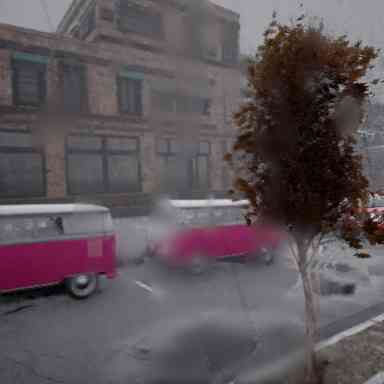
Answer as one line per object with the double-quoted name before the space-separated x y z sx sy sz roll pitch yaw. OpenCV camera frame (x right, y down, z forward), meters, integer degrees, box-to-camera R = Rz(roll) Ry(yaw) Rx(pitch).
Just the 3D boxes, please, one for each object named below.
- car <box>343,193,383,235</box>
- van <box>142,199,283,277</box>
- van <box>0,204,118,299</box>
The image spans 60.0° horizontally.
"car" 9.793 1.088 16.428 5.566 2.045 2.435 -1 0 -35
"van" 0.659 1.211 9.980 4.442 1.987 1.878 -1 0 -35
"van" -3.873 1.255 6.782 4.442 1.987 1.878 -1 0 -35
